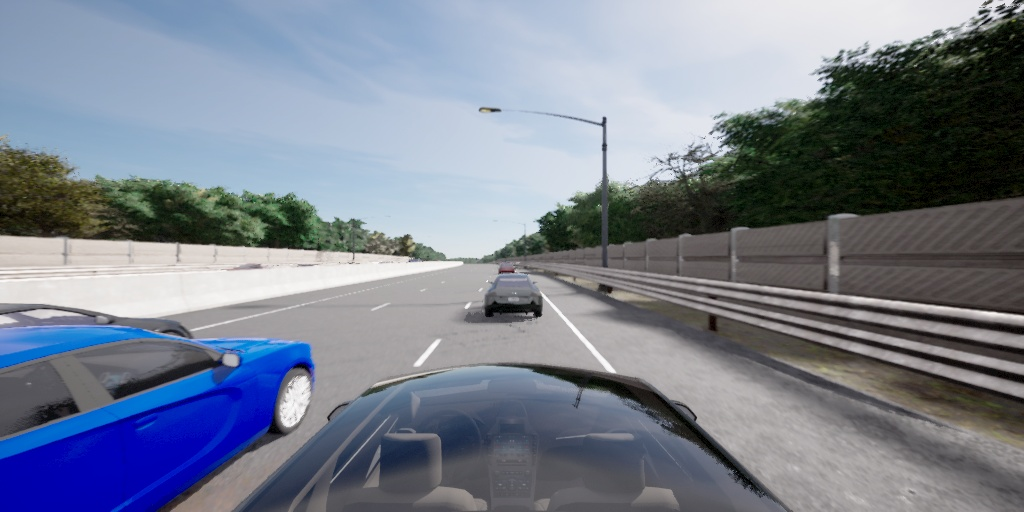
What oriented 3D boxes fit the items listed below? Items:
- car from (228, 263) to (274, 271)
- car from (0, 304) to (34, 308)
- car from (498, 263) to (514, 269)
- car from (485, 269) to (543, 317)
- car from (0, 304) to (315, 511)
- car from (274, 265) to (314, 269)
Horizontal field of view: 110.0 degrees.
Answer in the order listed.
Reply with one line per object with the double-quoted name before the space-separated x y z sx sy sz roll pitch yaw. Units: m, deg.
"car" -21.440 1.489 30.169 1.895 1.301 4.718 0 0 -1
"car" -6.909 1.336 4.927 1.994 1.385 4.181 0 0 0
"car" -0.716 1.574 45.758 1.994 1.385 4.181 -1 0 -2
"car" 0.036 1.362 13.498 1.994 1.385 4.181 0 0 -1
"car" -3.398 1.235 2.494 1.882 1.535 5.008 0 0 0
"car" -17.956 1.457 30.953 1.994 1.385 4.181 0 0 -1
